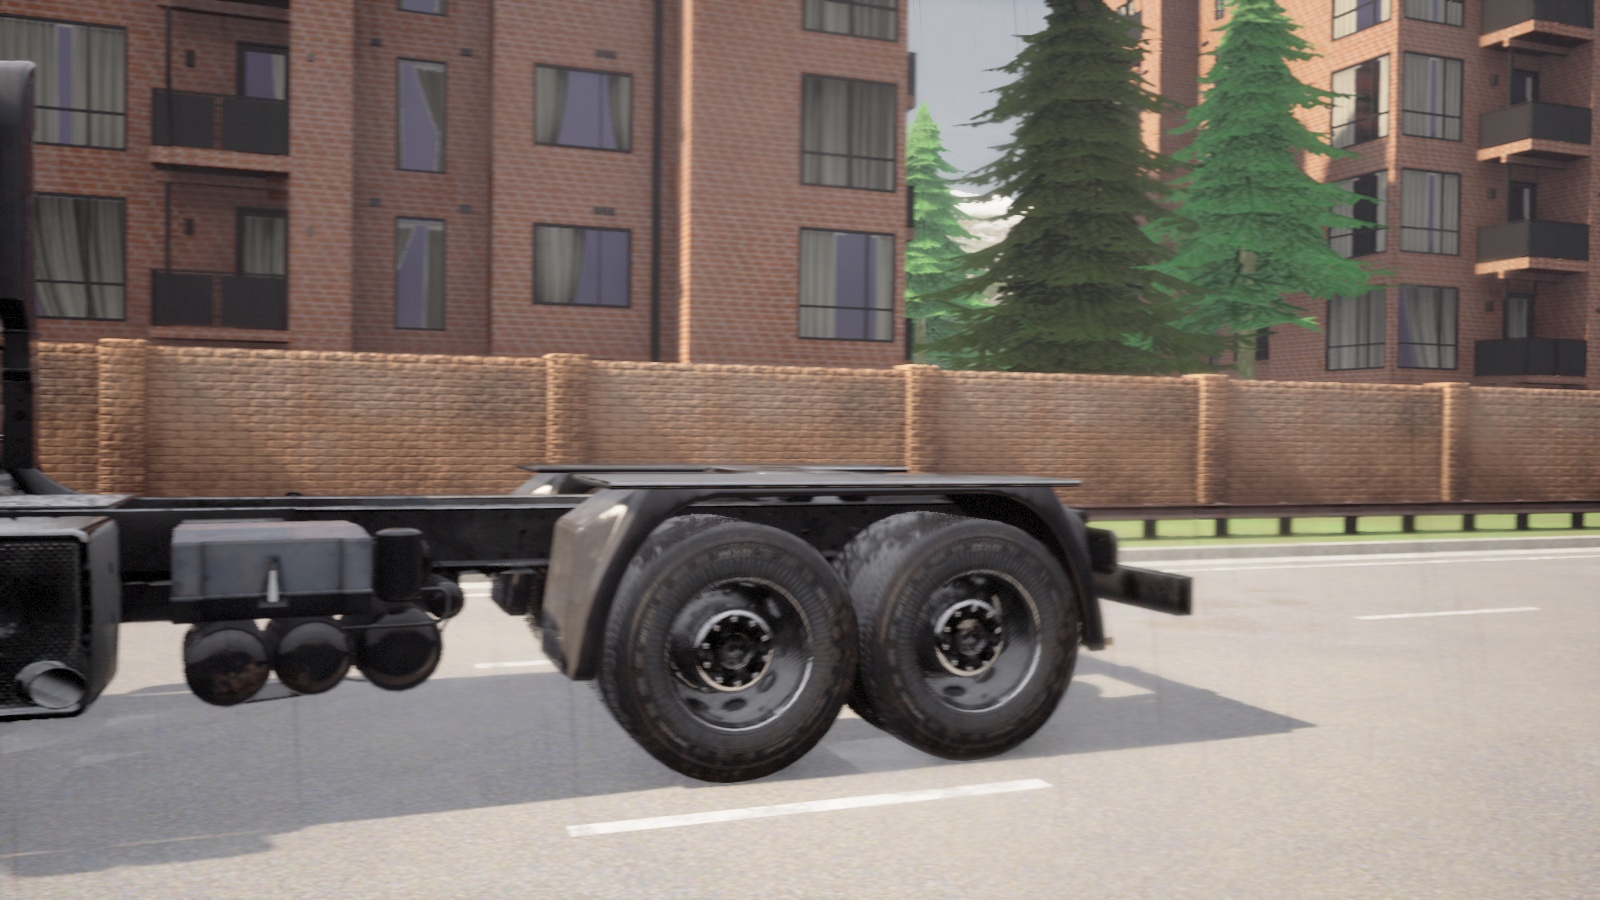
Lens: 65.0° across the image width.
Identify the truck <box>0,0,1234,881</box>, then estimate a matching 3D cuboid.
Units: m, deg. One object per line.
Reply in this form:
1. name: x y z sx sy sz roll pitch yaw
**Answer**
1. truck: -2.073 -0.261 6.184 7.936 3.462 2.891 -1 1 -21
